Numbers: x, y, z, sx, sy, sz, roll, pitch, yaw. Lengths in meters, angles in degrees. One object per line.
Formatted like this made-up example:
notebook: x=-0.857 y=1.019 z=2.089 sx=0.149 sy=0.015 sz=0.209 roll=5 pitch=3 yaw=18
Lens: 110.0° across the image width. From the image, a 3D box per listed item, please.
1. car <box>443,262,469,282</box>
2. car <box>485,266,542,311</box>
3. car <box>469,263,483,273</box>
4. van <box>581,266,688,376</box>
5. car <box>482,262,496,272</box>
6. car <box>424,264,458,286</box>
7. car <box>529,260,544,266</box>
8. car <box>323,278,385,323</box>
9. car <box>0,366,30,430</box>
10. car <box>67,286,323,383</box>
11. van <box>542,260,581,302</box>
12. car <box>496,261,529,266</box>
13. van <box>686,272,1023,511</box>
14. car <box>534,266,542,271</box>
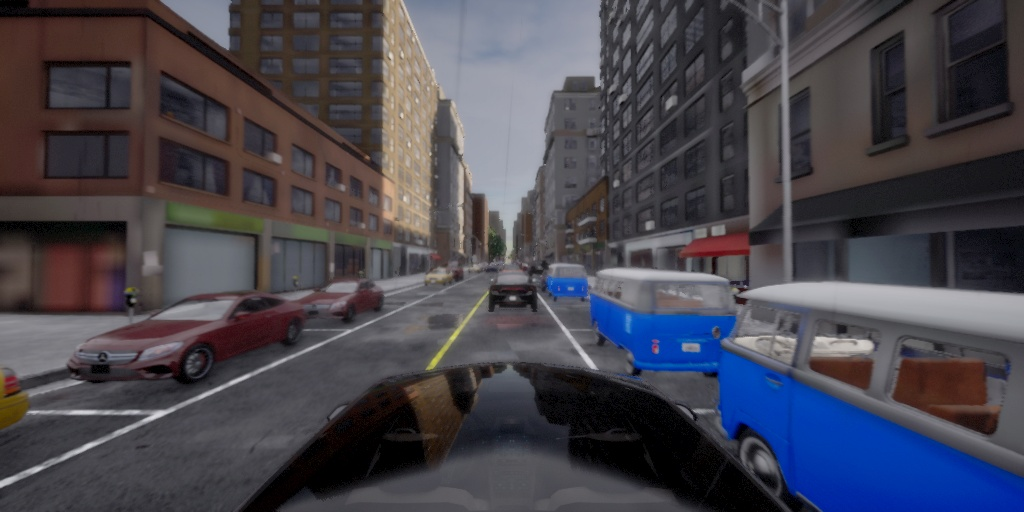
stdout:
car: x=-5.861 y=1.461 z=34.651 sx=2.192 sy=1.841 sz=5.009 roll=0 pitch=0 yaw=0
car: x=0.053 y=1.390 z=15.407 sx=1.882 sy=1.535 sz=5.008 roll=0 pitch=0 yaw=0
car: x=-5.865 y=1.951 z=56.451 sx=1.751 sy=1.417 sz=4.829 roll=0 pitch=0 yaw=0
van: x=2.676 y=1.156 z=7.213 sx=1.690 sy=1.789 sz=3.998 roll=0 pitch=0 yaw=0
car: x=-3.079 y=2.012 z=55.499 sx=1.895 sy=1.301 sz=4.718 roll=0 pitch=-1 yaw=0
car: x=-5.860 y=1.604 z=28.989 sx=1.751 sy=1.417 sz=4.829 roll=0 pitch=0 yaw=0
car: x=3.101 y=1.469 z=42.788 sx=2.150 sy=2.045 sz=5.566 roll=0 pitch=-1 yaw=0
car: x=-5.858 y=1.462 z=12.680 sx=1.802 sy=1.307 sz=4.207 roll=0 pitch=0 yaw=0
car: x=-5.856 y=1.275 z=1.525 sx=1.751 sy=1.417 sz=4.829 roll=0 pitch=0 yaw=0
car: x=-5.857 y=1.396 z=7.188 sx=1.802 sy=1.307 sz=4.207 roll=0 pitch=0 yaw=0
van: x=2.673 y=1.287 z=18.195 sx=1.690 sy=1.789 sz=3.998 roll=0 pitch=0 yaw=0
car: x=0.039 y=1.431 z=29.155 sx=2.097 sy=1.767 sz=4.553 roll=0 pitch=-1 yaw=0
van: x=2.677 y=1.091 z=1.722 sx=1.690 sy=1.789 sz=3.998 roll=0 pitch=0 yaw=0
car: x=2.672 y=1.563 z=23.687 sx=2.007 sy=1.370 sz=4.403 roll=0 pitch=0 yaw=0
